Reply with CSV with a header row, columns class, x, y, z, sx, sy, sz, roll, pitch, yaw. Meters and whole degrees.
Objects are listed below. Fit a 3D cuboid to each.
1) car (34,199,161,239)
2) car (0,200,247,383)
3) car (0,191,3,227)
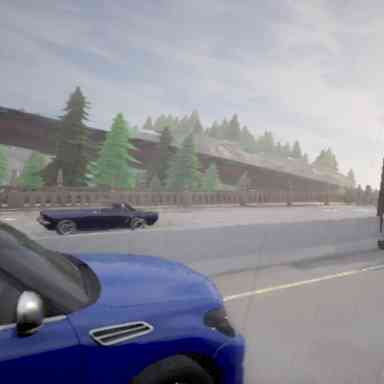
class,x,y,z,sx,sy,sz,roll,pitch,yaw
car,-3.877,1.003,13.967,4.718,1.301,1.895,1,2,-33
car,-2.183,1.055,2.299,5.566,2.045,2.150,0,2,-33
car,-10.587,0.695,13.771,4.674,1.442,1.812,1,2,-33
